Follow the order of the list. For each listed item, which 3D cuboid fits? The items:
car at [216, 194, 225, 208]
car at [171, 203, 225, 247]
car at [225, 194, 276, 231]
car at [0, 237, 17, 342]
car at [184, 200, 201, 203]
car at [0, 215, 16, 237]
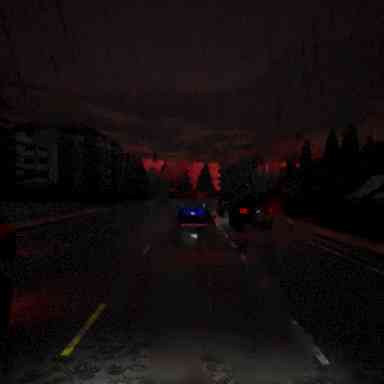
[{"bbox_3d":[3.528,1.172,30.917,2.150,2.045,5.566,0,0,0],"label":"car"},{"bbox_3d":[0.091,1.467,14.982,2.128,1.511,4.902,0,0,0],"label":"car"},{"bbox_3d":[3.589,1.188,20.557,2.150,2.045,5.566,0,0,0],"label":"car"},{"bbox_3d":[-3.597,1.502,3.034,1.837,1.490,4.892,0,0,0],"label":"car"},{"bbox_3d":[0.065,1.433,27.348,1.882,1.535,5.008,0,0,0],"label":"car"},{"bbox_3d":[-7.087,1.336,9.525,2.097,1.767,4.553,0,0,0],"label":"car"}]
